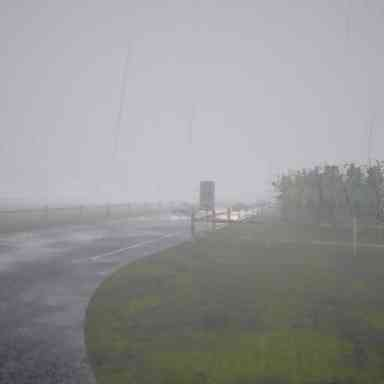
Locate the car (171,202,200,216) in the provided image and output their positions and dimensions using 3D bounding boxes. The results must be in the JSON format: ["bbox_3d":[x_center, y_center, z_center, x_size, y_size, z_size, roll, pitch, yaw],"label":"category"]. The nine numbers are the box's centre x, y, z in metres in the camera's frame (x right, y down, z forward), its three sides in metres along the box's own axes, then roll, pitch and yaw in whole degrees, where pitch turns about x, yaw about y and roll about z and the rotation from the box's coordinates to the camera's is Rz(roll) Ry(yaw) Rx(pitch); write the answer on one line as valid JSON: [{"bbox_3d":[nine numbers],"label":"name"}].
[{"bbox_3d":[-0.600,1.805,36.982,2.033,1.411,5.357,0,0,19],"label":"car"}]

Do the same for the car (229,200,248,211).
[{"bbox_3d":[6.720,1.899,46.867,1.837,1.490,4.892,0,0,19],"label":"car"}]

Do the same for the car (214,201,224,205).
[{"bbox_3d":[4.748,1.613,52.128,1.994,1.385,4.181,0,0,20],"label":"car"}]

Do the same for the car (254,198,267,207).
[{"bbox_3d":[13.435,1.919,65.175,2.097,1.767,4.553,0,0,17],"label":"car"}]
